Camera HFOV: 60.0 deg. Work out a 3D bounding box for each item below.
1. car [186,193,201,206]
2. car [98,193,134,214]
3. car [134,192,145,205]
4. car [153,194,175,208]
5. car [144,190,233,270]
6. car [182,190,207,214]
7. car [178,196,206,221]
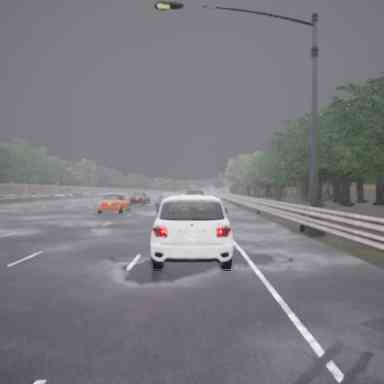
[{"bbox_3d":[0.268,0.962,44.179,1.837,1.490,4.892,0,1,2],"label":"car"},{"bbox_3d":[-6.976,0.992,30.366,2.097,1.767,4.553,0,1,1],"label":"car"},{"bbox_3d":[-6.752,0.855,43.675,2.097,1.767,4.553,0,0,2],"label":"car"},{"bbox_3d":[-3.343,1.056,41.040,2.033,1.411,5.357,0,1,2],"label":"car"},{"bbox_3d":[-0.002,1.078,10.618,2.150,2.045,5.566,0,1,0],"label":"car"},{"bbox_3d":[0.254,0.816,31.577,2.150,2.045,5.566,0,1,0],"label":"car"},{"bbox_3d":[-0.006,1.157,24.842,1.882,1.535,5.008,0,0,0],"label":"car"}]
